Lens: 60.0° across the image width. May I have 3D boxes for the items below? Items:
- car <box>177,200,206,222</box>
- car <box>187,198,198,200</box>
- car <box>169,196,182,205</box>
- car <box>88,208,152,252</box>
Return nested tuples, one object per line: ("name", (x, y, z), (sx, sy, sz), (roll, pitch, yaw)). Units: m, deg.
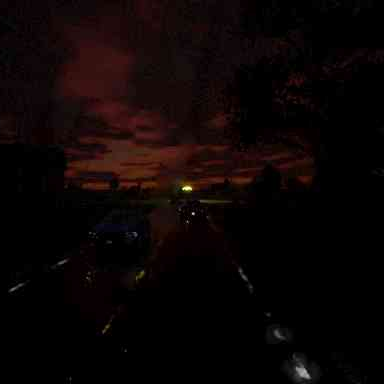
("car", (0.097, 1.545, 26.060), (1.994, 1.385, 4.181), (0, 0, 0))
("car", (0.096, 1.485, 43.046), (1.812, 1.442, 4.674), (0, 0, 0))
("car", (-2.796, 1.442, 57.798), (1.837, 1.490, 4.892), (0, 0, 0))
("car", (-2.852, 1.470, 14.040), (1.882, 1.535, 5.008), (0, 0, 0))
